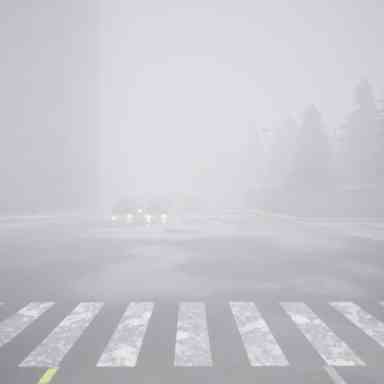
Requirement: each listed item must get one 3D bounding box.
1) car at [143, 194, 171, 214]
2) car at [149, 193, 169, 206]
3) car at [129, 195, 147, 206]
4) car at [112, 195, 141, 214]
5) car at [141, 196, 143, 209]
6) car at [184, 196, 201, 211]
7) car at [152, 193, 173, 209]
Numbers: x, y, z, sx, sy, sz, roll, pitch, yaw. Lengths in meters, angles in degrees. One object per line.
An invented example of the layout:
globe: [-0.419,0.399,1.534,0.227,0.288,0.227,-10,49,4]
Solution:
car: [-3.646,1.343,35.609,2.097,1.767,4.553,0,0,-1]
car: [-5.605,1.207,55.732,2.150,2.045,5.566,0,0,-20]
car: [-8.875,1.338,54.339,2.097,1.767,4.553,0,0,-21]
car: [-7.148,1.343,35.734,2.097,1.767,4.553,0,0,0]
car: [-7.341,1.552,44.374,1.994,1.385,4.181,0,0,-3]
car: [0.055,1.341,40.405,2.097,1.767,4.553,0,0,0]
car: [-3.849,1.210,45.173,2.150,2.045,5.566,0,0,-3]
